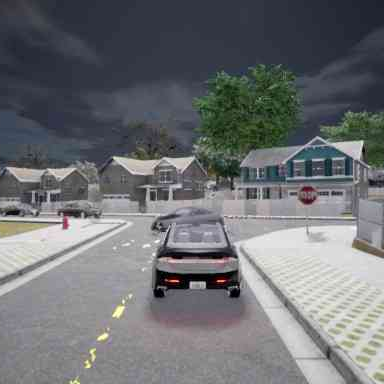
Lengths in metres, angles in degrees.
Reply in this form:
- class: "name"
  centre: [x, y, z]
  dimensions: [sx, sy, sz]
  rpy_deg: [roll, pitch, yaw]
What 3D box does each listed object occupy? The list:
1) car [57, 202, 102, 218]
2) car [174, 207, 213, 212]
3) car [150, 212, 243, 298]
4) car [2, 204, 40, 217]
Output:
- class: "car"
  centre: [-10.540, 1.754, 31.198]
  dimensions: [4.892, 1.490, 1.837]
  rpy_deg: [-2, -2, 32]
- class: "car"
  centre: [-0.207, 1.547, 18.367]
  dimensions: [4.181, 1.385, 1.994]
  rpy_deg: [-2, 1, -40]
- class: "car"
  centre: [0.103, 1.494, 8.509]
  dimensions: [2.128, 1.511, 4.902]
  rpy_deg: [0, 0, 0]
- class: "car"
  centre: [-18.617, 1.998, 36.113]
  dimensions: [4.902, 1.511, 2.128]
  rpy_deg: [-2, -2, 30]
